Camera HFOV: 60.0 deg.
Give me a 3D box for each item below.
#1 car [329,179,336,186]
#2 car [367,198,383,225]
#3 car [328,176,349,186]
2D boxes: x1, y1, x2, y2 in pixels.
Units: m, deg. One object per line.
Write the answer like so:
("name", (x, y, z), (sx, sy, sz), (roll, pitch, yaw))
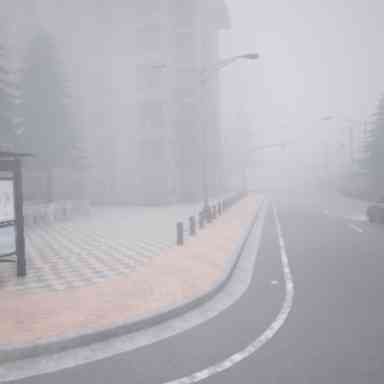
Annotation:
("car", (31.489, -2.274, 69.555), (4.605, 1.855, 1.932), (-1, 2, 13))
("car", (8.972, 0.794, 14.205), (1.994, 1.385, 4.181), (-1, 2, 14))
("car", (31.681, -2.371, 72.090), (3.866, 1.878, 1.905), (-1, 2, 13))
